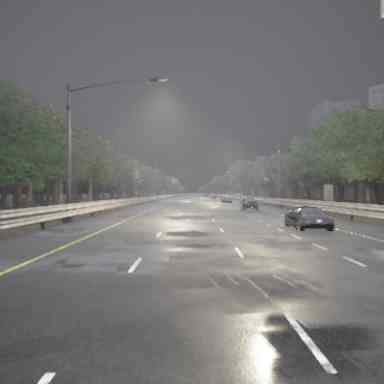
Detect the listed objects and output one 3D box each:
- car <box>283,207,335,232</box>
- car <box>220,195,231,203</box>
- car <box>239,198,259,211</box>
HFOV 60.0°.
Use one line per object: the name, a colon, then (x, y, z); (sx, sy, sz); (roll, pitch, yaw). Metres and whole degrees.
car: (7.000, 1.572, 20.302); (1.994, 1.385, 4.181); (0, 0, 0)
car: (7.010, 1.592, 68.989); (1.994, 1.385, 4.181); (0, 0, 0)
car: (7.001, 1.518, 41.237); (1.837, 1.490, 4.892); (0, 0, 0)
